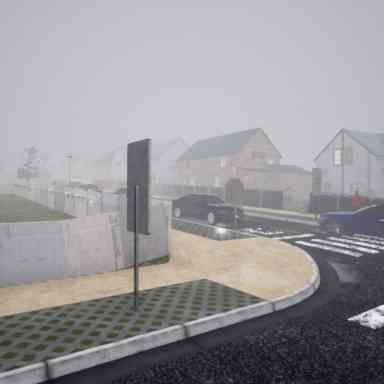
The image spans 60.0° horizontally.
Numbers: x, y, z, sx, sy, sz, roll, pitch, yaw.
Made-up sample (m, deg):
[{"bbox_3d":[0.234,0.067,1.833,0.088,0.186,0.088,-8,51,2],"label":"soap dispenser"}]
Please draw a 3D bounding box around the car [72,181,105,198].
[{"bbox_3d":[-10.480,-0.082,34.304,1.837,1.490,4.892,0,3,-35],"label":"car"}]

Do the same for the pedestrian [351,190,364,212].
[{"bbox_3d":[8.613,0.770,17.436,0.375,1.860,0.375,4,-2,-35],"label":"pedestrian"}]

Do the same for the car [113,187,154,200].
[{"bbox_3d":[-4.643,0.399,26.029,1.837,1.490,4.892,0,3,-35],"label":"car"}]

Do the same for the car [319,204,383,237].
[{"bbox_3d":[7.913,1.259,14.157,4.674,1.442,1.812,4,5,34],"label":"car"}]

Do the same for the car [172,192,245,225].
[{"bbox_3d":[0.773,0.818,18.372,1.882,1.535,5.008,0,3,-35],"label":"car"}]

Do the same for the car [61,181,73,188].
[{"bbox_3d":[-17.257,-0.816,48.982,1.837,1.490,4.892,0,3,-35],"label":"car"}]

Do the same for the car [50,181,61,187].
[{"bbox_3d":[-23.013,-1.246,57.114,2.033,1.411,5.357,0,2,-35],"label":"car"}]
